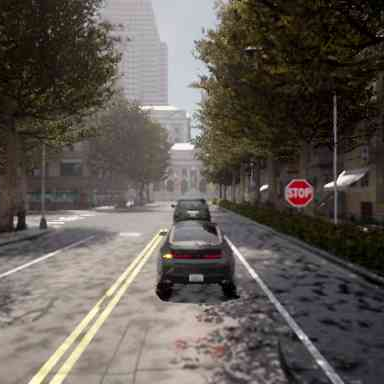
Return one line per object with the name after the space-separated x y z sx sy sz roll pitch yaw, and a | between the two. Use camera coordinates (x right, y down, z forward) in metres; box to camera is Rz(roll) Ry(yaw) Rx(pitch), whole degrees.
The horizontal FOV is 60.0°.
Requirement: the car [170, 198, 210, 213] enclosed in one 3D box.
-0.127 1.375 20.830 2.150 2.045 5.566 0 0 -4 | car

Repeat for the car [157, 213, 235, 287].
0.090 1.577 9.504 1.837 1.490 4.892 0 0 0 | car
